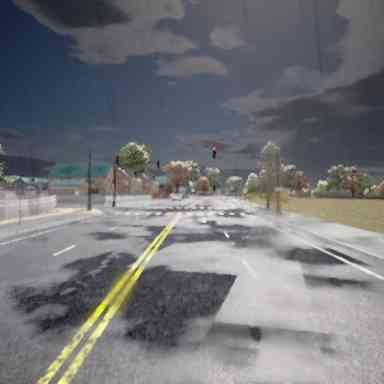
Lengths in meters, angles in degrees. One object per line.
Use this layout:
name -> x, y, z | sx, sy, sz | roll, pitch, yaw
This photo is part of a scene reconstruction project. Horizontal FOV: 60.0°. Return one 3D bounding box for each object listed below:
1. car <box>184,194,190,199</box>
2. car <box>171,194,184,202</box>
car -> -1.772, 1.309, 93.196 | 1.837, 1.490, 4.892 | 0, 0, 6
car -> -3.468, 1.374, 74.674 | 1.812, 1.442, 4.674 | 0, 0, 5
